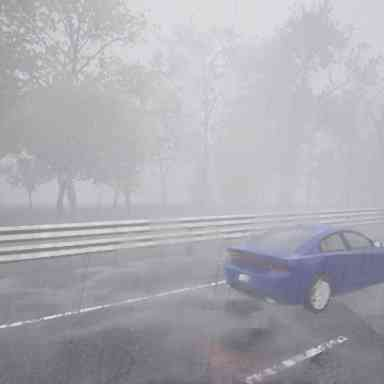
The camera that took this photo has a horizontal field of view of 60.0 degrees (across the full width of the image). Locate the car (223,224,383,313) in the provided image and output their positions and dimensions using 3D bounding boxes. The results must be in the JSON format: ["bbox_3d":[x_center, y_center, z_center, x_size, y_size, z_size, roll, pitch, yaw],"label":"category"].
[{"bbox_3d":[3.010,1.480,7.722,5.008,1.535,1.882,0,0,-35],"label":"car"}]
